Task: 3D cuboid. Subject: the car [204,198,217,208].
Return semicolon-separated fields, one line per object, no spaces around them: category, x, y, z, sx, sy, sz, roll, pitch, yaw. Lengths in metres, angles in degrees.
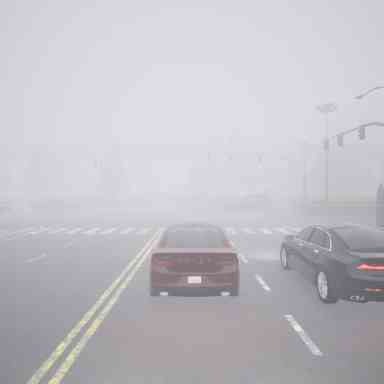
car;4.114;1.505;47.187;4.892;1.490;1.837;0;0;0

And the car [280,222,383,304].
car;3.554;1.505;8.128;1.837;1.490;4.892;0;0;0

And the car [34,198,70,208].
car;-19.861;1.564;47.274;4.181;1.385;1.994;0;0;0

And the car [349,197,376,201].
car;21.816;1.563;40.126;4.181;1.385;1.994;0;0;0

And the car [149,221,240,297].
car;0.055;1.478;8.640;1.882;1.535;5.008;0;0;0

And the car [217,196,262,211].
car;5.686;1.526;40.183;4.674;1.442;1.812;0;0;0

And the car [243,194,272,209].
car;7.608;1.221;43.674;5.566;2.045;2.150;0;0;0

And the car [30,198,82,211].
car;-16.170;1.547;40.261;5.357;1.411;2.033;0;0;0

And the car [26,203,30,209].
car;-19.441;1.564;43.772;4.181;1.385;1.994;0;0;0

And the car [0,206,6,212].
car;-21.533;1.547;33.080;5.357;1.411;2.033;0;0;0
